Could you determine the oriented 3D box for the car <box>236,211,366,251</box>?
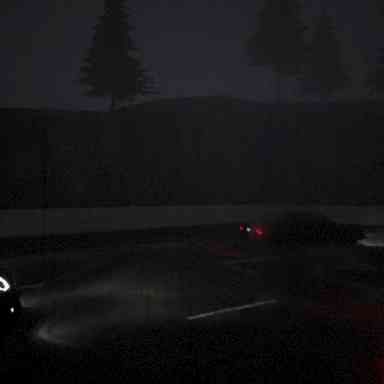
[{"bbox_3d":[4.531,1.519,13.760,5.357,1.411,2.033,0,0,-21],"label":"car"}]

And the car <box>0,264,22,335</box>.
[{"bbox_3d":[-4.799,1.292,4.341,4.553,1.767,2.097,0,0,-37],"label":"car"}]
